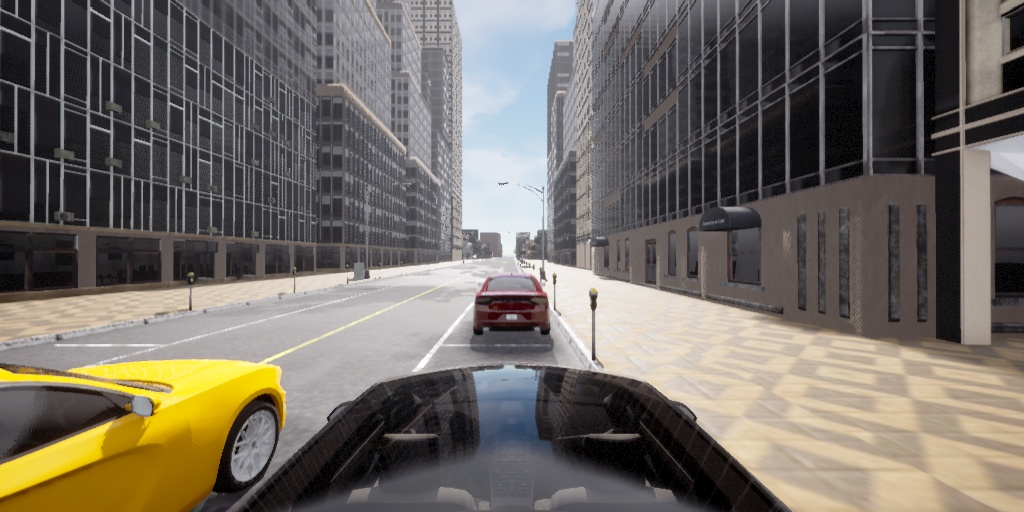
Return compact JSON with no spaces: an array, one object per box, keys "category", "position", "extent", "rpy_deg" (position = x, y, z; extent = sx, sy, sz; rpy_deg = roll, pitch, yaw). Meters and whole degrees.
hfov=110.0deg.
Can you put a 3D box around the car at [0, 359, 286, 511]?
[{"category":"car","position":[-3.145,1.221,1.499],"extent":[1.882,1.535,5.008],"rpy_deg":[0,0,0]}]

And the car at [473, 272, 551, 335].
[{"category":"car","position":[-0.006,1.217,10.499],"extent":[1.882,1.535,5.008],"rpy_deg":[0,0,0]}]
